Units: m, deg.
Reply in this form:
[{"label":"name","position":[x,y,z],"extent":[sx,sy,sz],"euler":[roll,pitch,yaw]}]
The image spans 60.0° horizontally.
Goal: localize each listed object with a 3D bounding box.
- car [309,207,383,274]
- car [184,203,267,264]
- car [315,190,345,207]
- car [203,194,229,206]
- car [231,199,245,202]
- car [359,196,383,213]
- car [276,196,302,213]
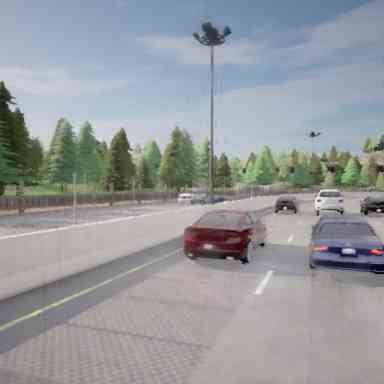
[{"label":"car","position":[4.617,1.411,10.186],"extent":[2.033,1.411,5.357],"euler":[0,1,21]},{"label":"car","position":[1.362,1.325,11.478],"extent":[1.882,1.535,5.008],"euler":[0,1,21]},{"label":"car","position":[11.824,0.843,28.571],"extent":[2.150,2.045,5.566],"euler":[0,1,22]},{"label":"car","position":[3.255,0.958,44.048],"extent":[1.812,1.442,4.674],"euler":[0,1,27]},{"label":"car","position":[6.412,1.007,42.536],"extent":[1.837,1.490,4.892],"euler":[0,1,27]},{"label":"car","position":[15.355,1.133,27.957],"extent":[1.837,1.490,4.892],"euler":[0,1,22]},{"label":"car","position":[8.878,1.101,30.593],"extent":[1.837,1.490,4.892],"euler":[0,1,22]}]
